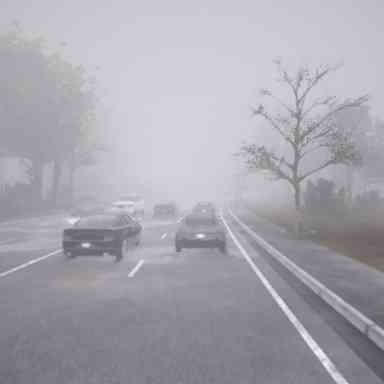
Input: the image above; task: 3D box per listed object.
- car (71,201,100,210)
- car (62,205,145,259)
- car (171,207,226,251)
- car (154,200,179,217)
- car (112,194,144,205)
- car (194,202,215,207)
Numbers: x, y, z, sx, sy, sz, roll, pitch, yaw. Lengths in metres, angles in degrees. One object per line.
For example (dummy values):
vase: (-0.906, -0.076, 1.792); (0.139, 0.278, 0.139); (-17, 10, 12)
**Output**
car: (-9.563, 1.568, 30.710); (1.994, 1.385, 4.181); (0, 0, 4)
car: (-3.182, 1.480, 12.680); (1.882, 1.535, 5.008); (0, 0, 2)
car: (0.366, 1.569, 14.139); (1.994, 1.385, 4.181); (0, 0, 2)
car: (-2.322, 1.487, 31.284); (1.882, 1.535, 5.008); (0, 0, 4)
car: (-6.002, 1.228, 31.731); (2.150, 2.045, 5.566); (0, 0, 4)
car: (1.120, 1.576, 30.207); (1.994, 1.385, 4.181); (0, 0, 3)
